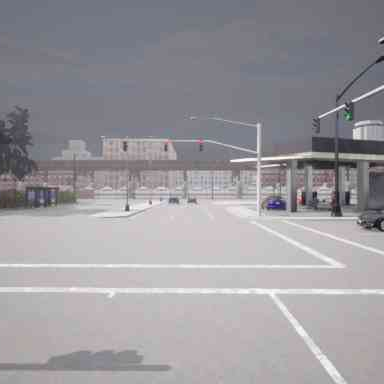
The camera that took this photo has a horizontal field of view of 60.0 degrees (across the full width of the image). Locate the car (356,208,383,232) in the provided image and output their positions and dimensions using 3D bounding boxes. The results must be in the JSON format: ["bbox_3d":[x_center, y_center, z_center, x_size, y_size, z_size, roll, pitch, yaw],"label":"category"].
[{"bbox_3d":[12.294,1.505,19.583,4.892,1.490,1.837,0,0,-1],"label":"car"}]

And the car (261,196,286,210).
[{"bbox_3d":[9.716,1.295,39.746,2.242,1.667,4.611,0,0,0],"label":"car"}]

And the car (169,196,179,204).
[{"bbox_3d":[-3.490,1.478,64.424,1.882,1.535,5.008,0,0,0],"label":"car"}]

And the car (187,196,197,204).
[{"bbox_3d":[0.010,1.547,64.423,2.033,1.411,5.357,0,0,0],"label":"car"}]

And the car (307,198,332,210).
[{"bbox_3d":[15.461,1.456,40.508,1.970,1.475,3.806,0,0,0],"label":"car"}]
